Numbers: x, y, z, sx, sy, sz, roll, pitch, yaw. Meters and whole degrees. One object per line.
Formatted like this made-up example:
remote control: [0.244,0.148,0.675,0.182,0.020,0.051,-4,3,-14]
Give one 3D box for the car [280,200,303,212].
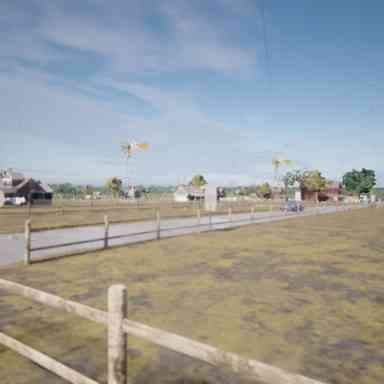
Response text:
car: [14.825,1.998,49.366,2.097,1.767,4.553,1,0,36]
